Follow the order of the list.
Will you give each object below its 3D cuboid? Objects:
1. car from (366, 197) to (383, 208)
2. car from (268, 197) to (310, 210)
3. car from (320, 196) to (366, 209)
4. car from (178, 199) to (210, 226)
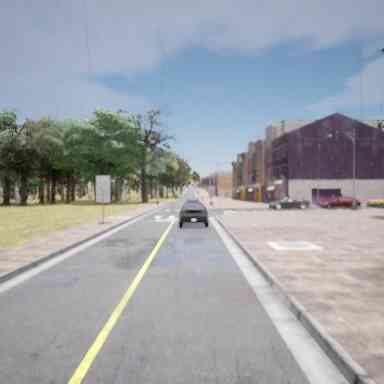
[{"bbox_3d":[21.343,0.940,35.893,4.829,1.417,1.752,-1,2,0],"label":"car"},{"bbox_3d":[10.451,1.201,35.905,4.403,1.369,2.008,-1,2,0],"label":"car"},{"bbox_3d":[15.982,1.113,35.900,4.206,1.307,1.802,-1,2,0],"label":"car"},{"bbox_3d":[0.111,1.417,22.270,1.837,1.490,4.892,0,0,0],"label":"car"}]
